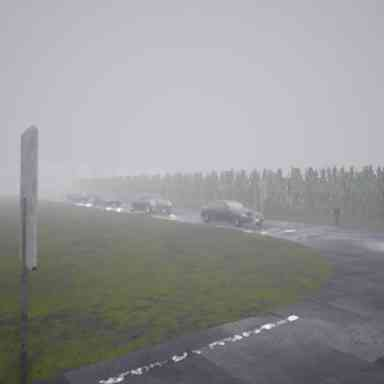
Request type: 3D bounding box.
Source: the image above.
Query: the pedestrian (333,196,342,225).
[{"bbox_3d":[9.201,1.136,21.125,0.375,1.860,0.375,2,-1,-36],"label":"pedestrian"}]

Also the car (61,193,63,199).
[{"bbox_3d":[-21.656,0.463,58.762,2.128,1.511,4.902,1,1,-36],"label":"car"}]

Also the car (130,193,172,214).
[{"bbox_3d":[-3.586,0.906,28.654,2.097,1.767,4.553,1,1,-36],"label":"car"}]

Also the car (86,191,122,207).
[{"bbox_3d":[-9.697,0.918,37.145,2.033,1.411,5.357,1,1,-36],"label":"car"}]

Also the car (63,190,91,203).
[{"bbox_3d":[-15.690,0.792,45.530,1.895,1.301,4.718,1,1,-35],"label":"car"}]

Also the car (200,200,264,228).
[{"bbox_3d":[2.316,1.260,20.398,1.812,1.442,4.674,1,1,-34],"label":"car"}]
